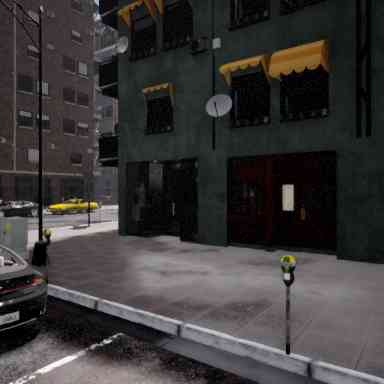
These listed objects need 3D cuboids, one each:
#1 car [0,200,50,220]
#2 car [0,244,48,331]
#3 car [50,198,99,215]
[{"bbox_3d":[-13.928,1.350,25.982,2.008,1.369,4.403,1,1,35],"label":"car"},{"bbox_3d":[-4.355,1.551,5.976,4.403,1.369,2.008,0,0,35],"label":"car"},{"bbox_3d":[-10.840,1.249,30.408,1.752,1.417,4.829,1,1,35],"label":"car"}]
